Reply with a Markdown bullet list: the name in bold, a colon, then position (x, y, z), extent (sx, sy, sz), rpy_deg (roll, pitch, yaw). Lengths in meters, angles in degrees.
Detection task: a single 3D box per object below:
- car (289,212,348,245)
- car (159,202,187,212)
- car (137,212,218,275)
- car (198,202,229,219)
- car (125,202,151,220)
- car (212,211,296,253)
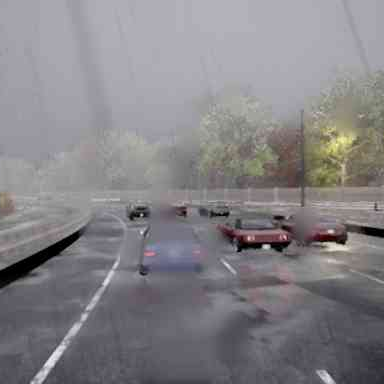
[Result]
- **car**: position (5.586, 1.664, 16.121), extent (1.994, 1.385, 4.181), rpy_deg (0, 0, -9)
- **car**: position (-1.971, 1.714, 32.668), extent (1.882, 1.535, 5.008), rpy_deg (0, 0, -18)
- **car**: position (-0.720, 1.627, 10.783), extent (2.033, 1.411, 5.357), rpy_deg (0, 0, -6)
- **car**: position (1.983, 1.711, 31.754), extent (2.128, 1.511, 4.902), rpy_deg (0, 0, -16)
- **car**: position (-5.012, 1.735, 30.739), extent (1.837, 1.490, 4.892), rpy_deg (0, -1, -17)
- **car**: position (2.372, 1.696, 14.160), extent (1.895, 1.301, 4.718), rpy_deg (0, 0, -8)
